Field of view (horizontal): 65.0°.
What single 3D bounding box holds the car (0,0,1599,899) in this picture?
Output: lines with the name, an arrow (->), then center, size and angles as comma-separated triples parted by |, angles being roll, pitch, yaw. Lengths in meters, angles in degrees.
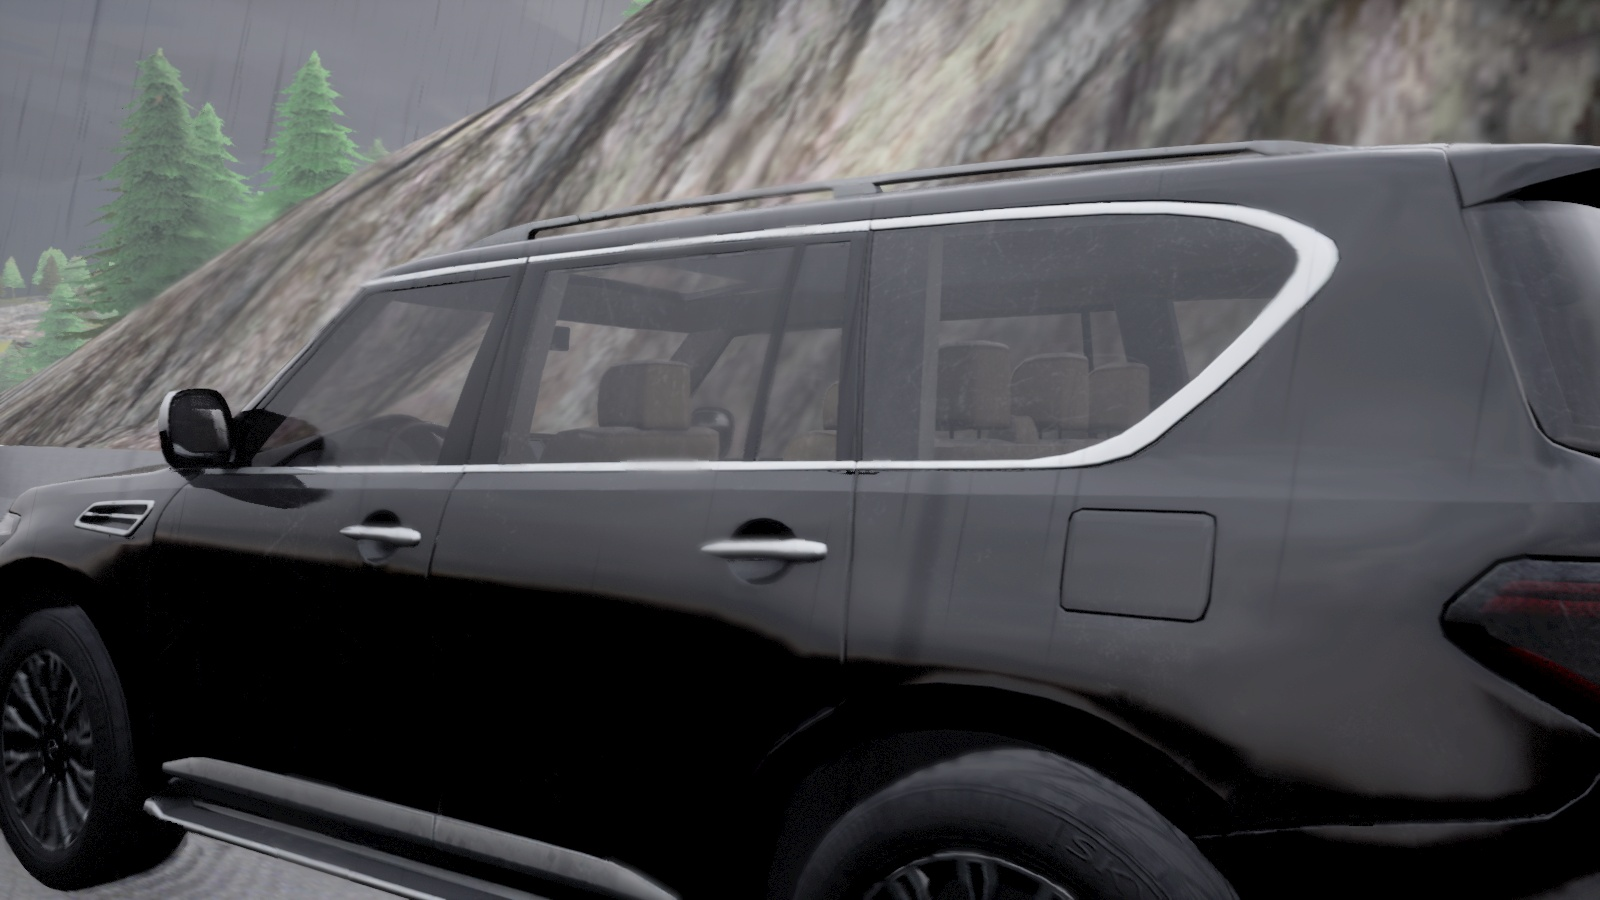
car -> -0.313, 0.409, 3.837 | 5.566, 2.045, 2.150 | 0, 1, 34
